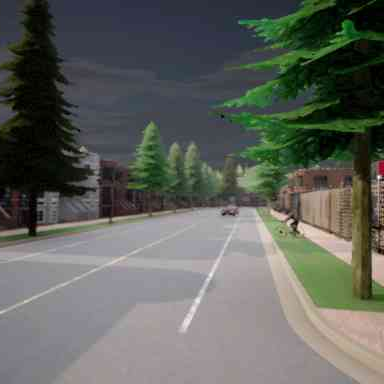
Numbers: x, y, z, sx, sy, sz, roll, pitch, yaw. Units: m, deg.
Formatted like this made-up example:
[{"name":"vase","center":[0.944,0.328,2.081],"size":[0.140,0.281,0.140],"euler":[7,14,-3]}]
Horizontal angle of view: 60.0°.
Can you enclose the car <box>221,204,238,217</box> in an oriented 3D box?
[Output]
[{"name":"car","center":[5.311,2.865,48.270],"size":[1.895,1.301,4.718],"euler":[1,-1,10]}]

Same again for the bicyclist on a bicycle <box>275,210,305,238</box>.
[{"name":"bicyclist on a bicycle","center":[5.672,1.867,19.237],"size":[1.656,1.620,0.582],"euler":[1,-1,10]}]

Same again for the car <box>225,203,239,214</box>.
[{"name":"car","center":[6.996,2.882,58.025],"size":[2.097,1.767,4.553],"euler":[1,-1,10]}]
